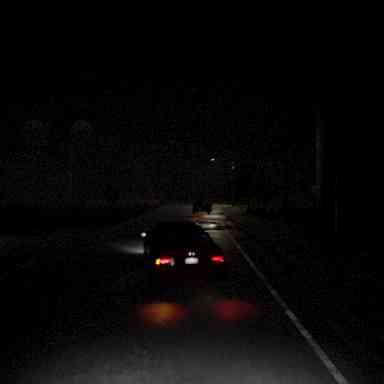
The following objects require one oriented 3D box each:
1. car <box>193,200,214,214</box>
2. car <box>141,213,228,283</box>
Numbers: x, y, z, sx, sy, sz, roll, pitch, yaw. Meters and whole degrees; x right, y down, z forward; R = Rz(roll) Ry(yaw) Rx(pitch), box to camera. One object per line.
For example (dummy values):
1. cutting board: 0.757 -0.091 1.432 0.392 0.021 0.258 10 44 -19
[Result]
1. car: 1.254 1.596 37.100 2.128 1.511 4.902 0 0 9
2. car: -0.448 1.575 9.834 2.033 1.411 5.357 0 0 -10
